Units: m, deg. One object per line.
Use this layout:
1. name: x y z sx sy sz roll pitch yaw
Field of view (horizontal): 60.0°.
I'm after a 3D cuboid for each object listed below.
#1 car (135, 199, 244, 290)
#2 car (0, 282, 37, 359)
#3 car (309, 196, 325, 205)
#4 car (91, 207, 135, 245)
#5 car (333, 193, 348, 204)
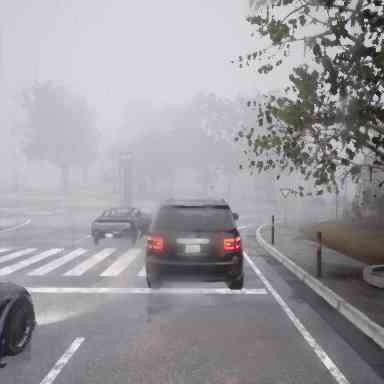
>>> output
1. car: 0.147 1.198 9.232 2.150 2.045 5.566 0 0 3
2. car: -3.370 1.562 3.377 1.994 1.385 4.181 0 0 0
3. car: 17.693 1.153 47.215 1.895 1.301 4.718 1 2 16
4. car: -3.018 1.428 15.213 2.128 1.511 4.902 0 1 4
5. car: 22.275 0.945 49.926 1.882 1.535 5.008 0 2 24
